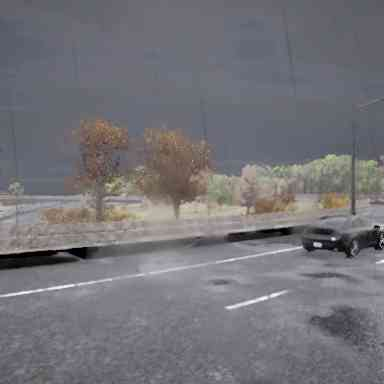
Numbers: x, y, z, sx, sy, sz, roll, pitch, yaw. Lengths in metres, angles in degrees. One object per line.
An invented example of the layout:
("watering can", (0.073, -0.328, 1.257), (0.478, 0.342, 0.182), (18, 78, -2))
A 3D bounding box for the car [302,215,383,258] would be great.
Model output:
("car", (6.412, 1.717, 13.880), (4.892, 1.490, 1.837), (1, -1, -42))

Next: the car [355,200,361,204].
("car", (40.348, 2.634, 84.841), (1.882, 1.535, 5.008), (0, -1, 2))

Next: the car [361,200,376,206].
("car", (43.840, 2.661, 84.611), (1.882, 1.535, 5.008), (0, -1, 2))
